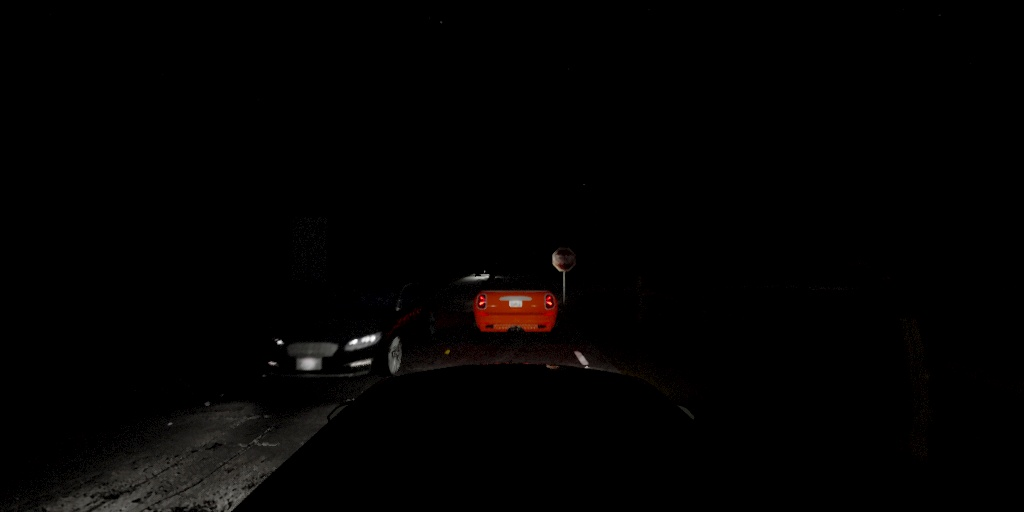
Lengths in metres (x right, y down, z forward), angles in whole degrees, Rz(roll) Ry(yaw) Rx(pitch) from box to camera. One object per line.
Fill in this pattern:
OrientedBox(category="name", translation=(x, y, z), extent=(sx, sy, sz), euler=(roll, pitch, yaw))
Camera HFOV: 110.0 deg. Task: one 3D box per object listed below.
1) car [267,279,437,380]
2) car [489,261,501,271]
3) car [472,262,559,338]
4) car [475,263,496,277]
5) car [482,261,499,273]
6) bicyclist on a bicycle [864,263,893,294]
OrientedBox(category="car", translation=(-2.857, 1.262, 7.491), extent=(2.128, 1.511, 4.902), euler=(0, 0, 0))
OrientedBox(category="car", translation=(-2.887, 1.680, 61.051), extent=(1.812, 1.442, 4.674), euler=(0, 0, 1))
OrientedBox(category="car", translation=(0.087, 1.134, 10.423), extent=(2.097, 1.767, 4.553), euler=(0, 0, 0))
OrientedBox(category="car", translation=(-2.885, 1.507, 39.514), extent=(1.994, 1.385, 4.181), euler=(0, 0, -1))
OrientedBox(category="car", translation=(-2.888, 1.527, 49.645), extent=(2.128, 1.511, 4.902), euler=(0, 0, 0))
OrientedBox(category="bicyclist on a bicycle", translation=(19.896, 1.214, 19.457), extent=(0.582, 1.620, 1.656), euler=(0, 0, 0))
